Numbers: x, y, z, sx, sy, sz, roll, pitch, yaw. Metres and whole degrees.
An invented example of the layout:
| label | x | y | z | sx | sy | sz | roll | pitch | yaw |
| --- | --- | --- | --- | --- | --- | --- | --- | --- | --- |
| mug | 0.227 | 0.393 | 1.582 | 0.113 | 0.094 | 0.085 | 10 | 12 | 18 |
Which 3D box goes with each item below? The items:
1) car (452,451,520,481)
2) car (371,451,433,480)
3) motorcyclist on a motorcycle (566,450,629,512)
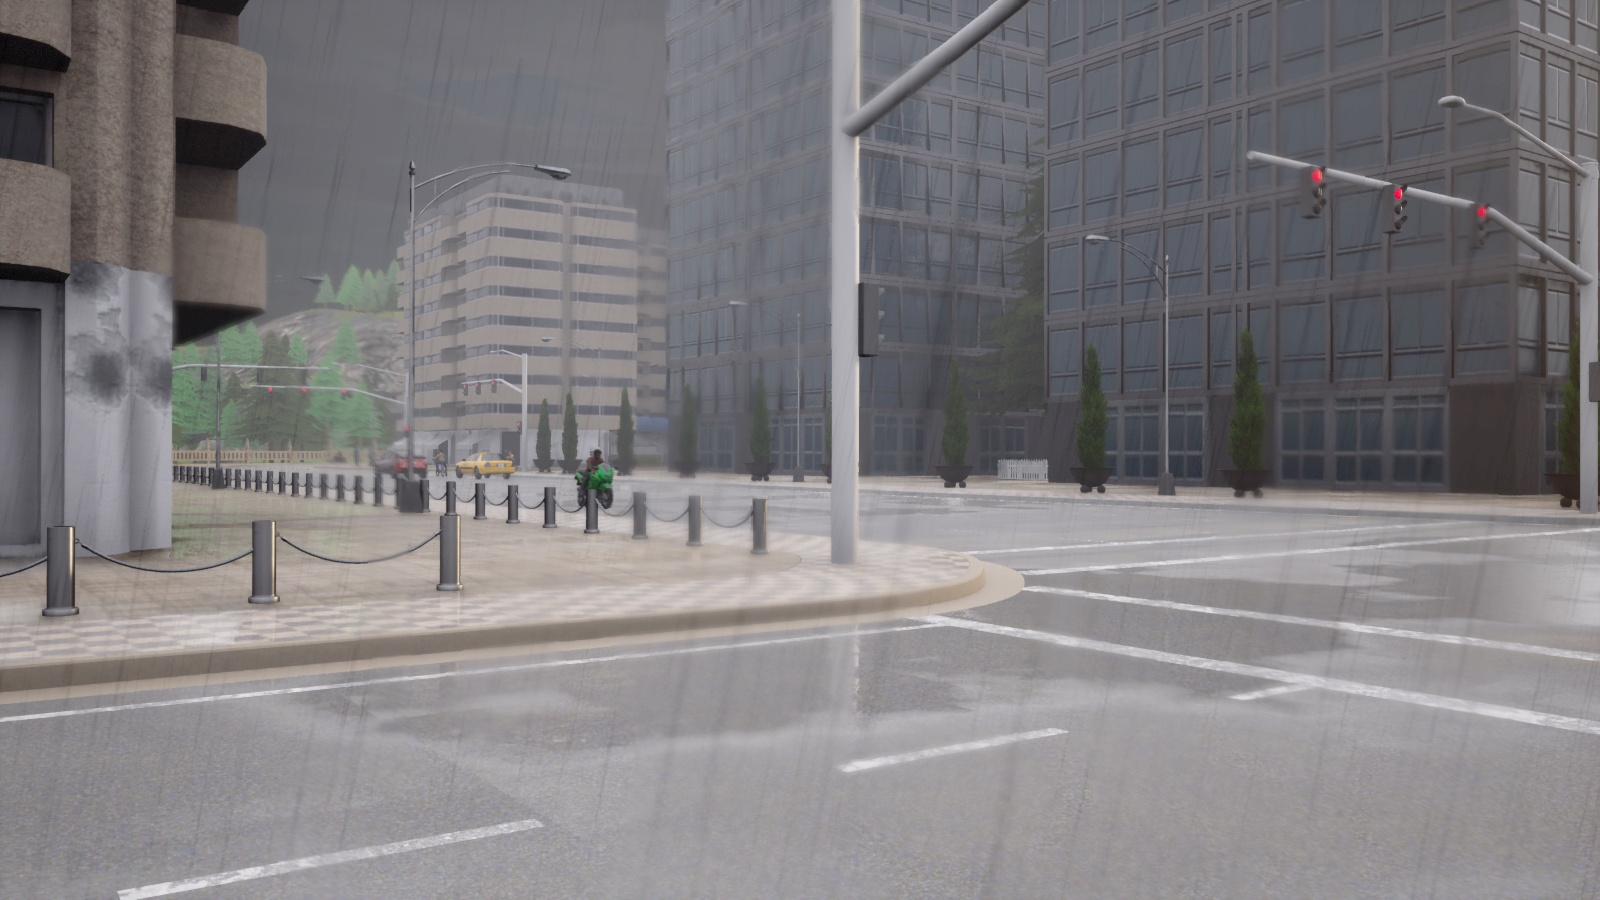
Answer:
| label | x | y | z | sx | sy | sz | roll | pitch | yaw |
| --- | --- | --- | --- | --- | --- | --- | --- | --- | --- |
| car | -17.047 | 0.831 | 67.936 | 1.801 | 1.575 | 5.366 | 0 | 0 | -34 |
| car | -21.780 | 0.850 | 68.660 | 2.007 | 1.525 | 4.514 | 0 | 0 | -34 |
| motorcyclist on a motorcycle | -5.164 | 0.761 | 31.916 | 0.797 | 1.523 | 2.044 | 0 | 0 | -34 |
